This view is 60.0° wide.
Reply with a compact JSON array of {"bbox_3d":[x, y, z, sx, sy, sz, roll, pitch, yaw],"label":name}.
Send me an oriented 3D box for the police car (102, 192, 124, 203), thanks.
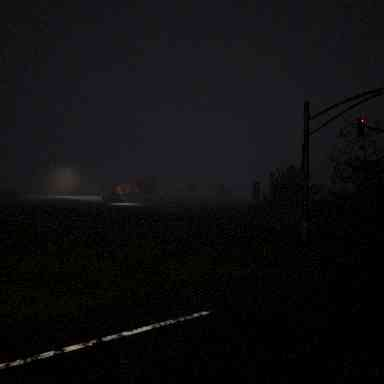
[{"bbox_3d":[-11.806,0.821,49.790,2.038,1.542,4.974,1,0,-32],"label":"police car"}]
